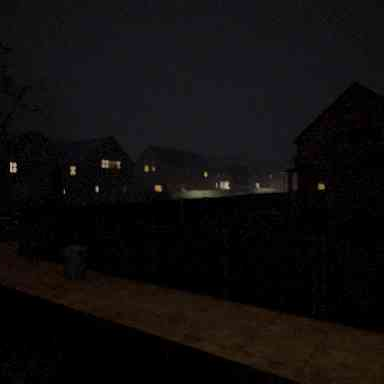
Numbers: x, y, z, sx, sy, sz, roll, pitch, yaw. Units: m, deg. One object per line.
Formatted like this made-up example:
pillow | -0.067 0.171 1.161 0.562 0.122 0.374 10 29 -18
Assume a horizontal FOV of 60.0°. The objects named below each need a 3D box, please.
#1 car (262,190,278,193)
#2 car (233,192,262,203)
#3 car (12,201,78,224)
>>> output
car | 10.194 0.531 42.999 2.128 1.511 4.902 0 1 38
car | 6.651 0.654 43.021 2.033 1.411 5.357 0 1 37
car | -7.664 1.279 19.161 2.128 1.511 4.902 0 1 37
